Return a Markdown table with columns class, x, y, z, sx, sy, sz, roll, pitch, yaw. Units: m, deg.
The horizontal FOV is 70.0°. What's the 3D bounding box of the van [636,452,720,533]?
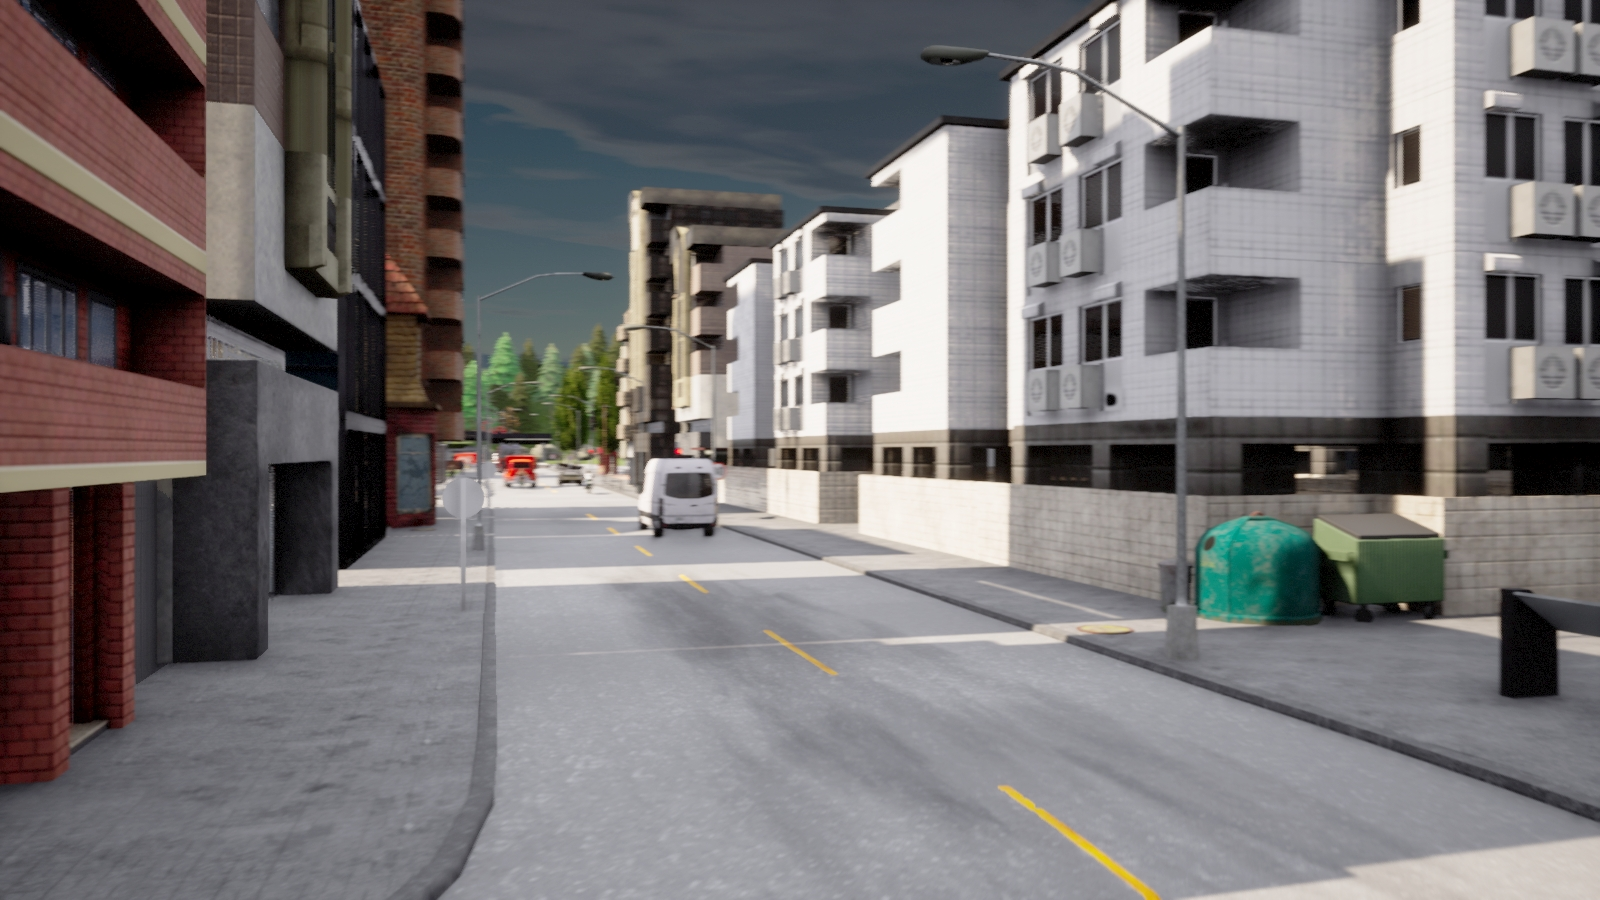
| class | x | y | z | sx | sy | sz | roll | pitch | yaw |
| --- | --- | --- | --- | --- | --- | --- | --- | --- | --- |
| van | -4.285 | 1.350 | 39.223 | 1.988 | 2.561 | 5.915 | 0 | 0 | -15 |
